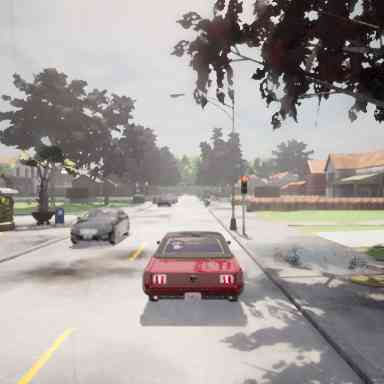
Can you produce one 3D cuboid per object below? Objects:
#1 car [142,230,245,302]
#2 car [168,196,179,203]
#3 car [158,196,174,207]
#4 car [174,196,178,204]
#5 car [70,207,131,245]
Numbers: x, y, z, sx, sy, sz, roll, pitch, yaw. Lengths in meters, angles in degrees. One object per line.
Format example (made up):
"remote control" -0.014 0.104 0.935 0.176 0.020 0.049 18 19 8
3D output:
"car" 0.042 1.601 8.226 1.895 1.301 4.718 0 0 1
"car" -4.083 1.539 73.288 2.033 1.411 5.357 0 0 0
"car" -4.154 1.600 50.852 1.895 1.301 4.718 0 0 0
"car" -4.133 1.563 61.205 1.994 1.385 4.181 0 0 0
"car" -4.117 1.491 15.581 2.128 1.511 4.902 0 0 0
